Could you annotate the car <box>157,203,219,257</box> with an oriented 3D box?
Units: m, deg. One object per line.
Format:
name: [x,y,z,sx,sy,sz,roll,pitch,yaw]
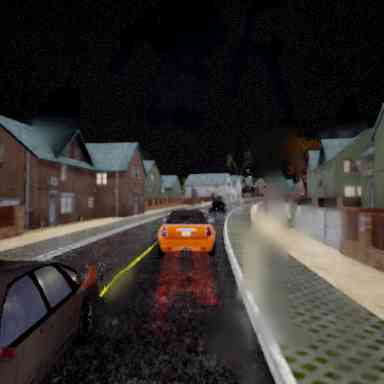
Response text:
car: [-0.152,1.491,13.740,2.097,1.767,4.553,0,-1,1]

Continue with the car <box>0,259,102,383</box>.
car: [-2.494,1.591,3.801,2.033,1.411,5.357,0,-1,-1]

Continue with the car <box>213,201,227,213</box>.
car: [3.333,1.820,42.229,1.812,1.442,4.674,0,0,10]
